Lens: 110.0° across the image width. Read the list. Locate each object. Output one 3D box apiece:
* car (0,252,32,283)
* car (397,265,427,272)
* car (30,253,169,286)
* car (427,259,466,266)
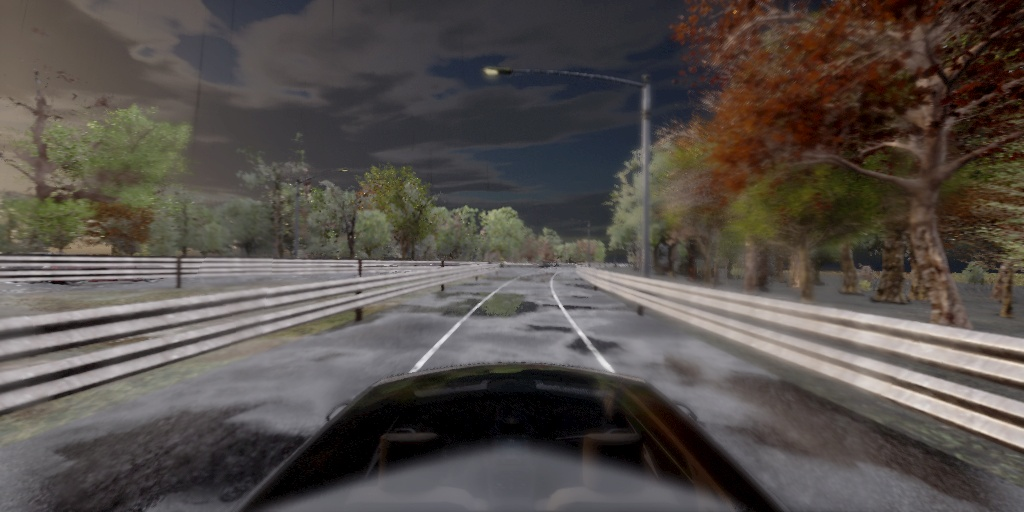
[{"bbox_3d":[-23.028,0.612,19.093,2.128,1.511,4.902,0,-1,23],"label":"car"},{"bbox_3d":[-12.098,1.211,44.517,1.837,1.490,4.892,0,-1,23],"label":"car"},{"bbox_3d":[-19.825,0.692,17.679,1.994,1.385,4.181,0,-1,23],"label":"car"},{"bbox_3d":[-8.114,1.113,44.929,2.097,1.767,4.553,0,-1,23],"label":"car"}]
